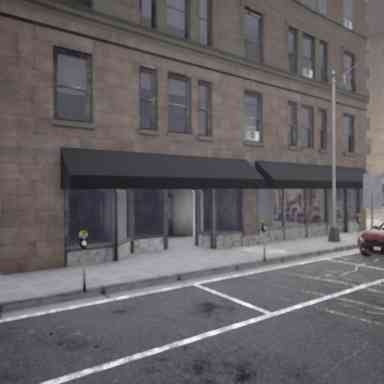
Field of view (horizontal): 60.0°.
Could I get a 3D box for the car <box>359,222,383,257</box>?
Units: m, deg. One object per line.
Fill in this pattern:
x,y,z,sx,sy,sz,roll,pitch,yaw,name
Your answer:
7.850,1.601,12.120,4.507,1.381,1.887,0,-1,-35,car
